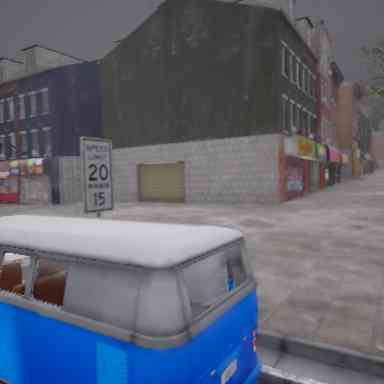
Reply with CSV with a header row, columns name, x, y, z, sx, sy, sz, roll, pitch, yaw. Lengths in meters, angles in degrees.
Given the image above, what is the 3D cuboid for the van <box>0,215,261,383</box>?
name,x,y,z,sx,sy,sz,roll,pitch,yaw
van,-1.276,1.201,3.651,3.998,1.788,1.690,0,3,32
